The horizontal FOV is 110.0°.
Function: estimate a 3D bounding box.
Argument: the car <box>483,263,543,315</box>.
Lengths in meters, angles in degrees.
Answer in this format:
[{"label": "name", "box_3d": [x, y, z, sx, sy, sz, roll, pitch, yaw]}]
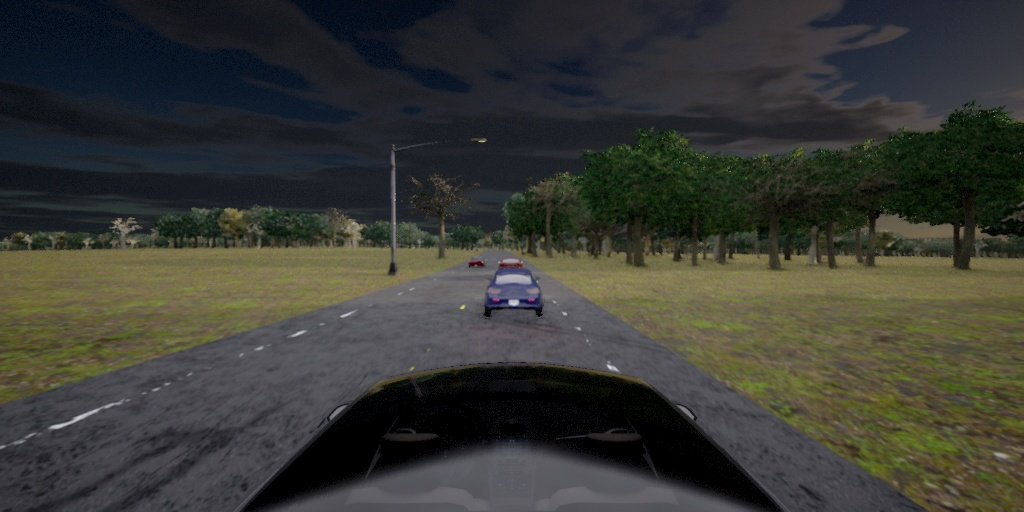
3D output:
[{"label": "car", "box_3d": [0.046, 1.138, 12.648, 1.812, 1.442, 4.674, 0, 1, 0]}]

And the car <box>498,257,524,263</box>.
[{"label": "car", "box_3d": [-0.103, 0.833, 28.428, 1.882, 1.535, 5.008, 0, 1, -1]}]

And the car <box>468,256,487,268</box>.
[{"label": "car", "box_3d": [-3.992, 0.709, 41.584, 1.895, 1.301, 4.718, 0, 1, -1]}]
